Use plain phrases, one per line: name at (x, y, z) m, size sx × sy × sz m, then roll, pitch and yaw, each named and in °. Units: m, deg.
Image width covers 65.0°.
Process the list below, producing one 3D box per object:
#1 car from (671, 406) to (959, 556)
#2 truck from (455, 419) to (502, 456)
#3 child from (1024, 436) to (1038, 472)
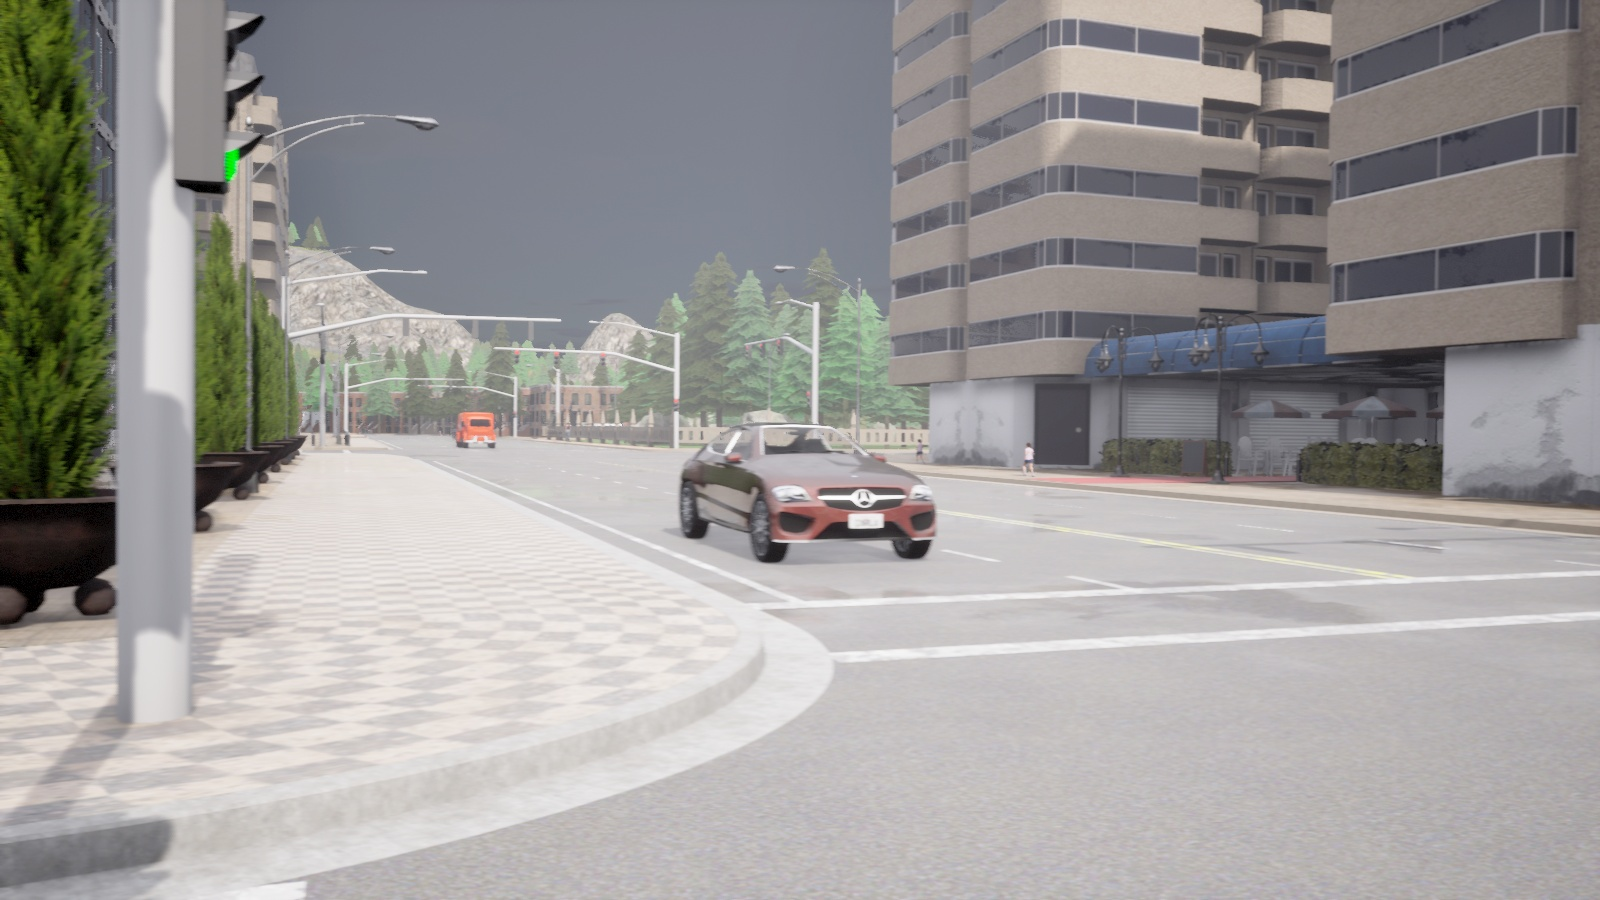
car at (-0.028, 0.307, 16.608) m, size 2.152 × 1.651 × 5.027 m, roll -1°, pitch 1°, yaw -20°
truck at (-22.593, -0.876, 87.993) m, size 2.627 × 2.467 × 5.204 m, roll -1°, pitch 1°, yaw -20°
child at (7.214, 0.114, 39.236) m, size 0.255 × 1.110 × 0.394 m, roll -1°, pitch 1°, yaw -20°
